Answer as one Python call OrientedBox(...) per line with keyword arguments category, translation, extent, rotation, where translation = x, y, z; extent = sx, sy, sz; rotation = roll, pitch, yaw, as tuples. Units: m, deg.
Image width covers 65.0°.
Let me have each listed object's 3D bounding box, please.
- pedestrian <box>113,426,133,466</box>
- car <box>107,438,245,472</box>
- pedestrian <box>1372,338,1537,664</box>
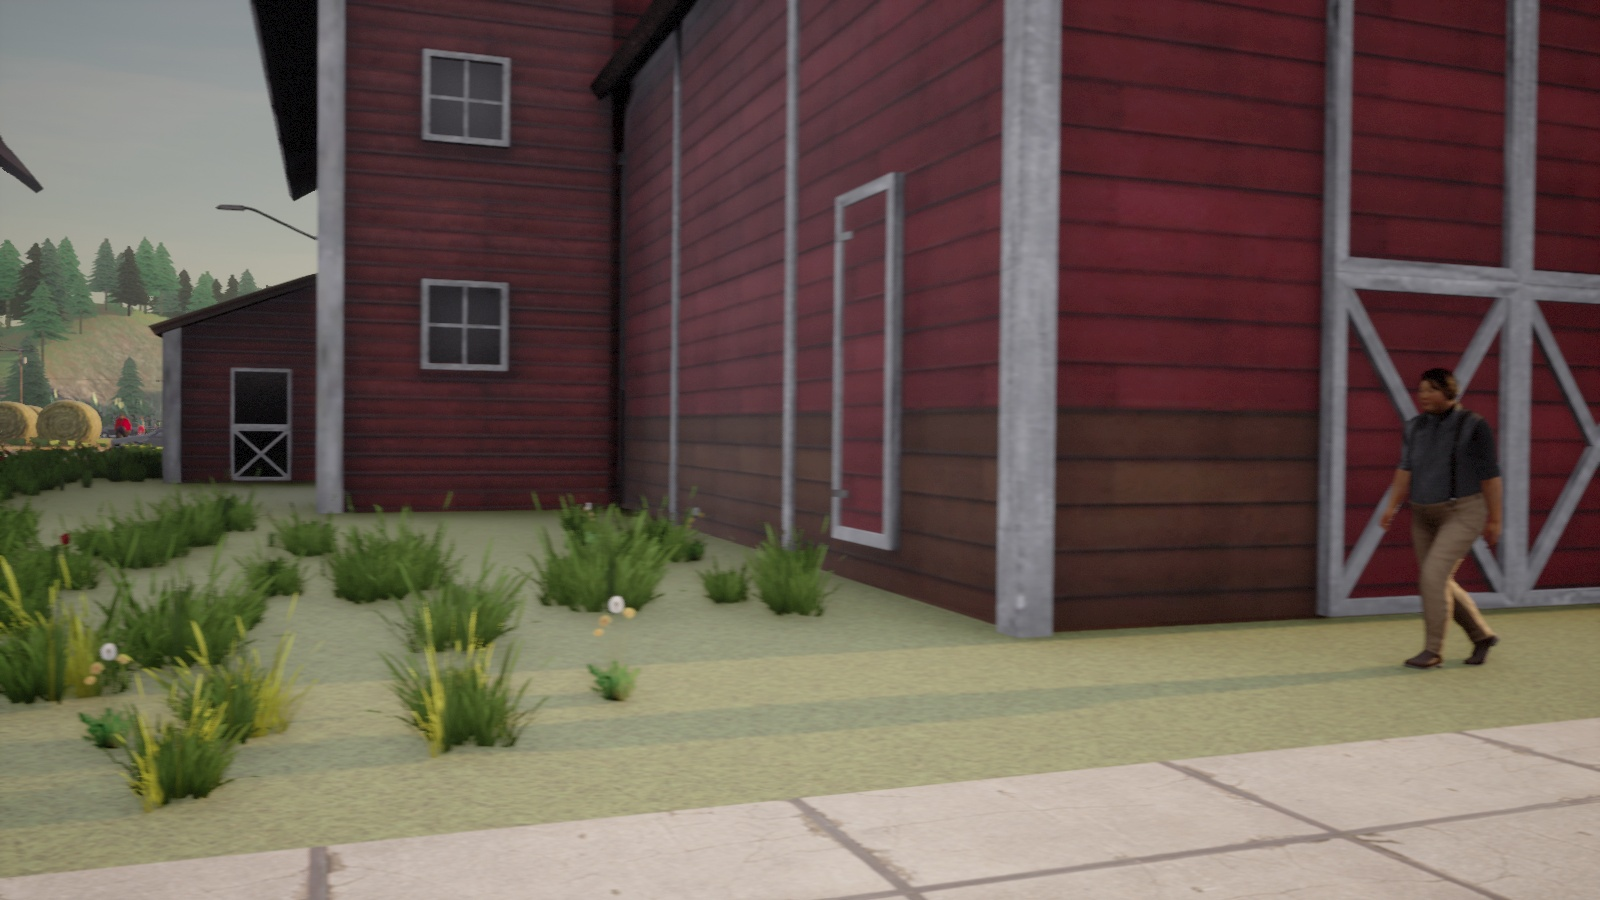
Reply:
OrientedBox(category="pedestrian", translation=(-32.169, -0.190, 59.673), extent=(0.634, 1.844, 0.899), rotation=(-1, 1, -15))
OrientedBox(category="car", translation=(-27.821, 0.205, 56.210), extent=(5.357, 1.411, 2.033), rotation=(-1, 1, -21))
OrientedBox(category="pedestrian", translation=(3.901, 0.283, 7.502), extent=(0.694, 1.848, 0.540), rotation=(-1, 1, -20))
